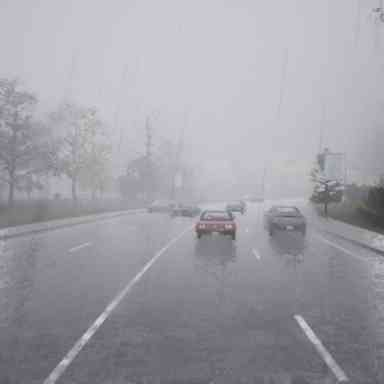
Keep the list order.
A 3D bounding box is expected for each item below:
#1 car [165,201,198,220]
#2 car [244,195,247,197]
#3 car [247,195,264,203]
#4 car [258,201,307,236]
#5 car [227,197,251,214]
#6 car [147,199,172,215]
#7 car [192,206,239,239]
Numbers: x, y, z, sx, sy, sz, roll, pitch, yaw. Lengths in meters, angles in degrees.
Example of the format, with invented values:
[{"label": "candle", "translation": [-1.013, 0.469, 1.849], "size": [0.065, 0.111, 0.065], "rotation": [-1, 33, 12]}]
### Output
[{"label": "car", "translation": [-0.535, 1.597, 28.605], "size": [1.895, 1.301, 4.718], "rotation": [0, 0, 12]}, {"label": "car", "translation": [12.304, 1.392, 73.287], "size": [1.812, 1.442, 4.674], "rotation": [0, 0, 28]}, {"label": "car", "translation": [13.074, 1.638, 67.291], "size": [1.895, 1.301, 4.718], "rotation": [0, 0, 26]}, {"label": "car", "translation": [5.048, 1.509, 18.447], "size": [2.128, 1.511, 4.902], "rotation": [0, 0, 8]}, {"label": "car", "translation": [4.726, 1.564, 35.097], "size": [2.033, 1.411, 5.357], "rotation": [0, 0, 14]}, {"label": "car", "translation": [-2.960, 1.462, 33.750], "size": [1.882, 1.535, 5.008], "rotation": [0, 0, 14]}, {"label": "car", "translation": [1.337, 1.605, 17.297], "size": [1.895, 1.301, 4.718], "rotation": [0, 0, 7]}]
